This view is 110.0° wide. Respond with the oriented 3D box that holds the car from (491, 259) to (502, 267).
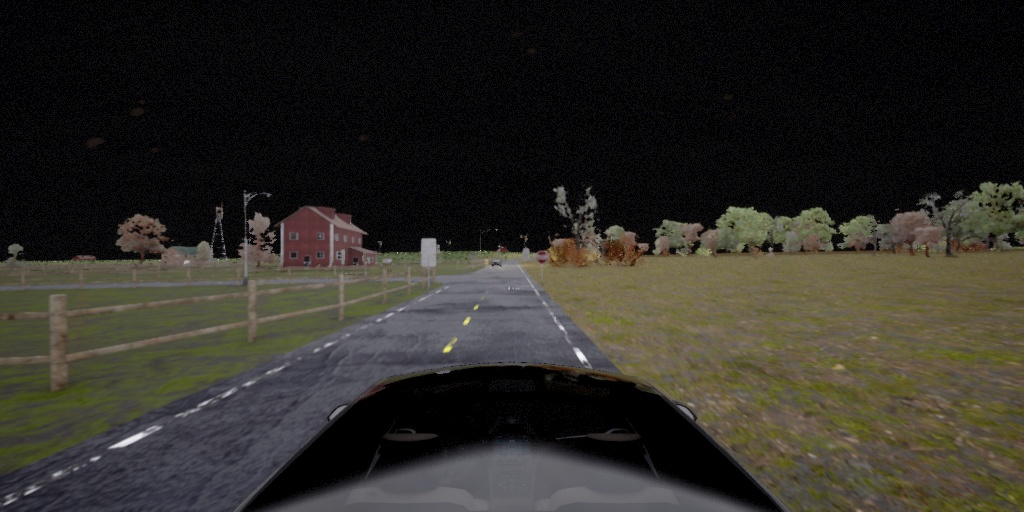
[{"bbox_3d":[-2.774,1.295,63.943,2.033,1.411,5.357,0,0,0],"label":"car"}]
